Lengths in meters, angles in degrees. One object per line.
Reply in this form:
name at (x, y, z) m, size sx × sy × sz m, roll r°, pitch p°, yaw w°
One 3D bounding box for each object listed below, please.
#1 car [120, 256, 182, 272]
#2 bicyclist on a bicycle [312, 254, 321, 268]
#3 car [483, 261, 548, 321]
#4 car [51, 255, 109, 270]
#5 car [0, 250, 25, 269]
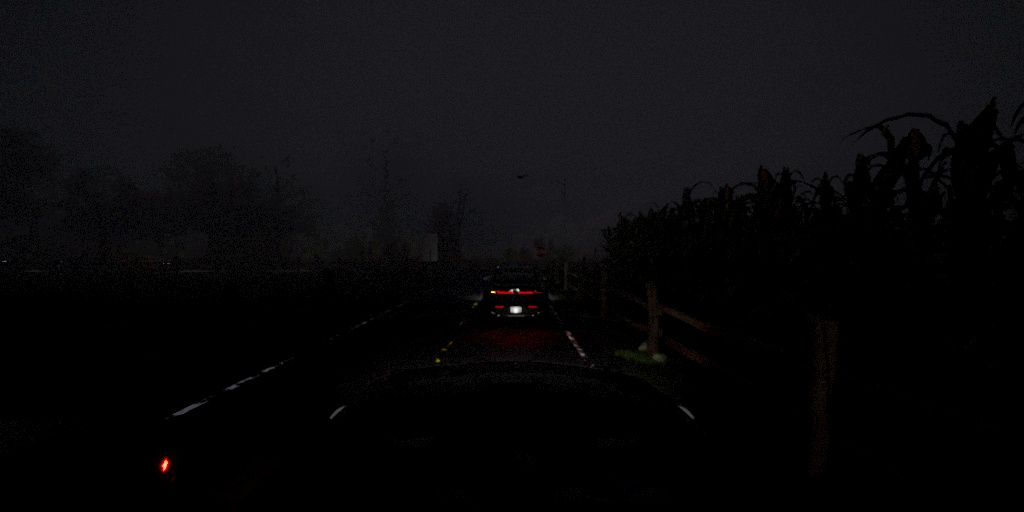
car at (-35.554, 0.719, 35.360) m, size 5.008 × 1.535 × 1.882 m, roll 0°, pitch 1°, yaw 1°
bicyclist on a bicycle at (-22.418, 0.594, 41.140) m, size 0.582 × 1.620 × 1.656 m, roll 0°, pitch 1°, yaw 1°
car at (0.102, 1.092, 11.669) m, size 1.837 × 1.490 × 4.892 m, roll 0°, pitch 1°, yaw 0°
car at (-46.155, 0.698, 38.391) m, size 4.892 × 1.490 × 1.837 m, roll 0°, pitch 1°, yaw 2°
car at (-51.696, 0.451, 35.673) m, size 4.892 × 1.490 × 1.837 m, roll 0°, pitch 1°, yaw 1°
